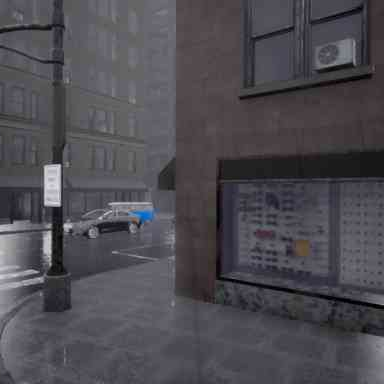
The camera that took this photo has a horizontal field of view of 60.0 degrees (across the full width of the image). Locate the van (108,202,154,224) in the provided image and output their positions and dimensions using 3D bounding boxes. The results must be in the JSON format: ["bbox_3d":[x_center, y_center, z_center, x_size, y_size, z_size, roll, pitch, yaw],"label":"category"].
[{"bbox_3d":[-4.507,1.636,24.169,1.690,1.788,3.998,-1,-1,35],"label":"van"}]

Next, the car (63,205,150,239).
[{"bbox_3d":[-4.995,1.726,18.987,2.128,1.511,4.902,0,-1,35],"label":"car"}]

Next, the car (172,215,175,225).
[{"bbox_3d":[0.259,1.947,26.451,1.994,1.385,4.181,0,-1,35],"label":"car"}]
